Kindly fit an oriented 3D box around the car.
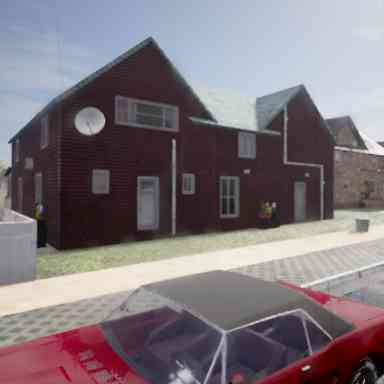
[{"bbox_3d":[-0.040,1.569,3.041,4.718,1.301,1.895,-1,1,-35],"label":"car"}]
